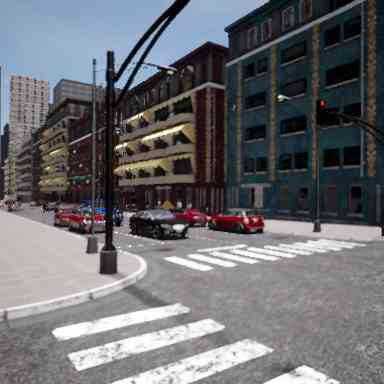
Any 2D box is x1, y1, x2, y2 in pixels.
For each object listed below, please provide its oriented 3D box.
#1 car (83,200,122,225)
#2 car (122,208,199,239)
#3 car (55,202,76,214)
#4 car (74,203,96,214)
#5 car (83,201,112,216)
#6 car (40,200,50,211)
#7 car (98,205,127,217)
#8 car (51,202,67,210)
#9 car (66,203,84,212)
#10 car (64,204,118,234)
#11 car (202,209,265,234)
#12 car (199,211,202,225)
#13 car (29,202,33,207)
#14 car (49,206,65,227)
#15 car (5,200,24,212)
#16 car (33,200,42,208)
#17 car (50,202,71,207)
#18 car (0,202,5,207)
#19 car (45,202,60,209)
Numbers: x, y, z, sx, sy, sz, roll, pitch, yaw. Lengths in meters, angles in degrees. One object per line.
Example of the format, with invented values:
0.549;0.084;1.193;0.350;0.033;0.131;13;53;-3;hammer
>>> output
-7.717;1.706;27.930;2.150;2.045;5.566;1;-1;-34;car
-2.033;1.822;19.599;2.128;1.511;4.902;1;-1;-34;car
-18.835;2.356;49.435;1.882;1.535;5.008;1;-1;-34;car
-15.961;2.432;49.583;2.008;1.369;4.403;0;-1;-34;car
-12.834;2.113;45.004;2.192;1.841;5.009;0;-1;-34;car
-24.618;2.596;57.902;1.994;1.385;4.181;1;-1;-35;car
-9.703;2.280;40.419;1.947;1.339;4.313;0;-1;-34;car
-25.348;2.698;63.328;1.947;1.339;4.313;0;-1;-34;car
-19.090;2.547;54.164;1.802;1.307;4.206;0;-1;-34;car
-6.812;1.818;22.214;1.967;1.590;4.097;0;-1;-34;car
2.820;1.818;22.098;1.967;1.590;4.097;0;-1;-34;car
-0.312;2.044;26.676;1.802;1.307;4.206;0;-1;-34;car
-41.090;3.074;86.378;1.752;1.417;4.829;0;-1;-34;car
-9.940;2.044;26.794;1.802;1.307;4.206;0;-1;-34;car
-28.716;2.405;54.287;1.967;1.590;4.097;0;-1;-34;car
-34.738;2.696;77.076;2.192;1.841;5.009;0;-1;-34;car
-13.915;2.143;37.027;2.128;1.511;4.902;1;-1;-34;car
-44.266;2.903;77.055;1.752;1.417;4.829;0;-1;-34;car
-28.478;2.766;67.910;2.008;1.369;4.403;0;-1;-34;car
